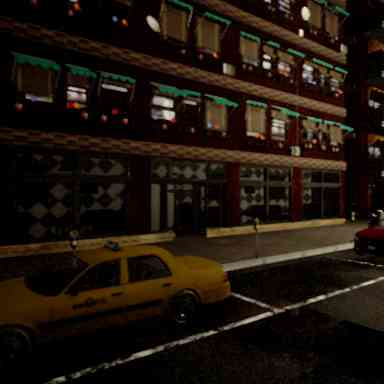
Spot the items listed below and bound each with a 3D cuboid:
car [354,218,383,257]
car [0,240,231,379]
[{"bbox_3d":[7.602,1.541,11.991,4.507,1.381,1.887,0,0,-36],"label":"car"},{"bbox_3d":[-1.551,1.524,5.452,4.829,1.417,1.752,0,0,-36],"label":"car"}]
